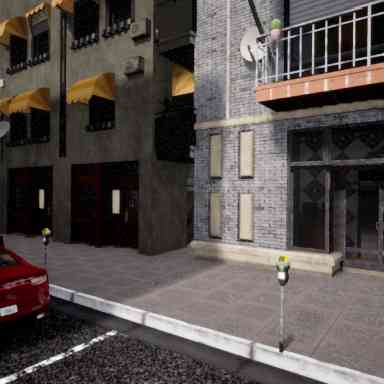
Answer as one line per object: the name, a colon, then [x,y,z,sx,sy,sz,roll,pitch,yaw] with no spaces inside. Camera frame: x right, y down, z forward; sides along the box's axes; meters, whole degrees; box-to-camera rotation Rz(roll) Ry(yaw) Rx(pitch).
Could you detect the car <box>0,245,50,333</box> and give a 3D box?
car: [-4.405,1.544,6.015,4.507,1.381,1.887,0,1,36]
